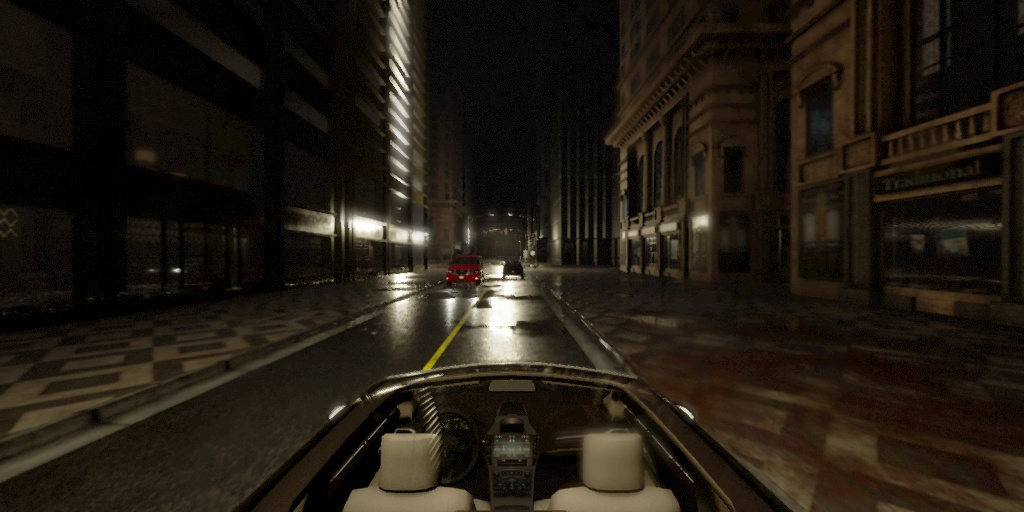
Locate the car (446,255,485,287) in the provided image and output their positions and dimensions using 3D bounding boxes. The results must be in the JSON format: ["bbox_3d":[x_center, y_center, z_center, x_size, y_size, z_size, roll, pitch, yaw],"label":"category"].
[{"bbox_3d":[-3.097,0.948,24.782,2.150,2.045,5.566,0,0,0],"label":"car"}]

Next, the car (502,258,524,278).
[{"bbox_3d":[0.102,1.196,33.548,1.882,1.535,5.008,0,0,0],"label":"car"}]
